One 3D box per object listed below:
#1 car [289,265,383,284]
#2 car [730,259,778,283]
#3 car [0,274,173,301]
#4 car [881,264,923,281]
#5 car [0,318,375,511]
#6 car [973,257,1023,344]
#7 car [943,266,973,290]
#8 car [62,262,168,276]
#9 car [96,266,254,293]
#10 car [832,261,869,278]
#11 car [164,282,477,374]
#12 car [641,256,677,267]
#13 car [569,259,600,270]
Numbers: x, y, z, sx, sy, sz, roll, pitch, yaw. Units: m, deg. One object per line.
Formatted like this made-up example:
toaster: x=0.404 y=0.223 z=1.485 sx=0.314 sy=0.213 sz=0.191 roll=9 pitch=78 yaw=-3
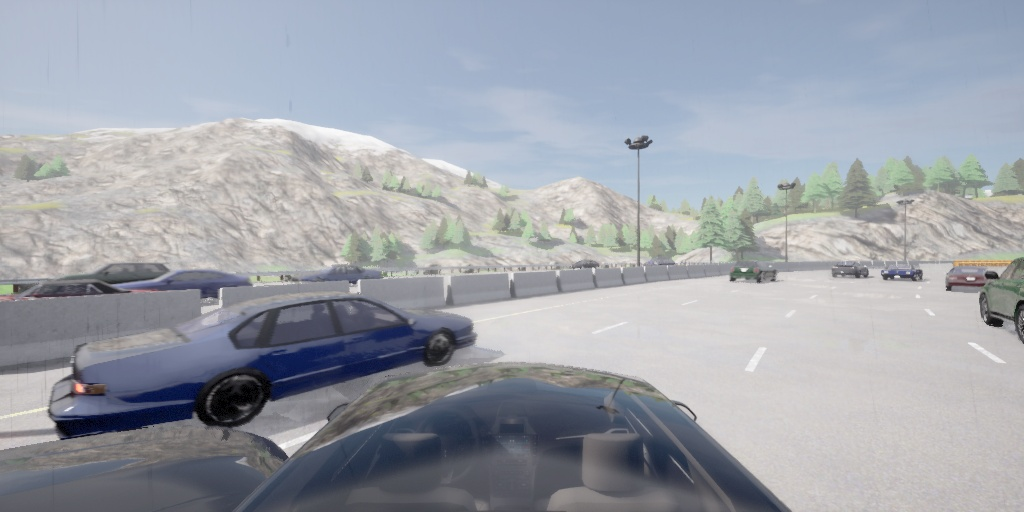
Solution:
car: x=-11.226 y=1.297 z=23.313 sx=2.033 sy=1.411 sz=5.357 roll=0 pitch=0 yaw=41
car: x=19.030 y=1.101 z=28.171 sx=4.553 sy=1.767 sz=2.097 roll=0 pitch=0 yaw=-39
car: x=-13.018 y=1.351 z=10.082 sx=1.895 sy=1.301 sz=4.718 roll=0 pitch=0 yaw=37
car: x=32.315 y=1.351 z=29.658 sx=4.718 sy=1.301 sz=1.895 roll=0 pitch=0 yaw=-35
car: x=-2.981 y=1.255 z=0.466 sx=4.892 sy=1.490 sz=1.837 roll=0 pitch=0 yaw=-45
car: x=13.296 y=0.966 z=8.428 sx=2.150 sy=2.045 sz=5.566 roll=0 pitch=-1 yaw=44
car: x=27.338 y=1.297 z=21.428 sx=5.357 sy=1.411 sz=2.033 roll=0 pitch=0 yaw=-39
car: x=-19.979 y=1.102 z=18.163 sx=2.097 sy=1.767 sz=4.553 roll=0 pitch=0 yaw=38
car: x=-13.637 y=1.275 z=14.938 sx=1.812 sy=1.442 sz=4.674 roll=0 pitch=0 yaw=39
car: x=31.383 y=1.241 z=33.268 sx=4.902 sy=1.511 sz=2.128 roll=0 pitch=0 yaw=-35
car: x=-3.019 y=1.297 z=5.728 sx=2.033 sy=1.411 sz=5.357 roll=0 pitch=0 yaw=40
car: x=16.267 y=0.823 z=39.704 sx=4.553 sy=1.767 sz=2.097 roll=0 pitch=0 yaw=-38
car: x=9.760 y=1.168 z=47.944 sx=4.892 sy=1.490 sz=1.837 roll=0 pitch=0 yaw=-38
